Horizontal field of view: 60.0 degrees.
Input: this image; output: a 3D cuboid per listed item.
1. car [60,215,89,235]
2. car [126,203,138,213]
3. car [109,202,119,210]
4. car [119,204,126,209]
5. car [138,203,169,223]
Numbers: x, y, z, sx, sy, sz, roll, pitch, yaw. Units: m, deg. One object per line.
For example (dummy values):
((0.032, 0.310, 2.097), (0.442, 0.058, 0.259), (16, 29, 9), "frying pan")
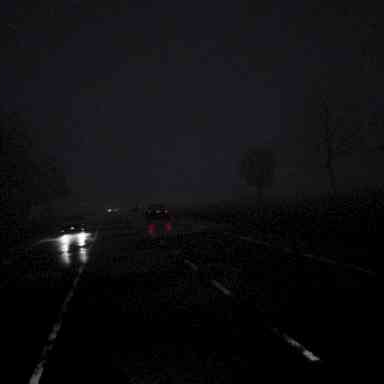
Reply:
((-9.513, 2.618, 27.059), (1.994, 1.385, 4.181), (-5, 0, -14), "car")
((-9.875, 2.850, 57.657), (1.994, 1.385, 4.181), (-5, 0, -14), "car")
((-22.014, 4.116, 92.300), (1.882, 1.535, 5.008), (-5, 0, -14), "car")
((-17.763, 3.779, 89.646), (1.994, 1.385, 4.181), (-5, 0, -14), "car")
((-3.602, 1.889, 32.135), (2.097, 1.767, 4.553), (-5, 0, -14), "car")
